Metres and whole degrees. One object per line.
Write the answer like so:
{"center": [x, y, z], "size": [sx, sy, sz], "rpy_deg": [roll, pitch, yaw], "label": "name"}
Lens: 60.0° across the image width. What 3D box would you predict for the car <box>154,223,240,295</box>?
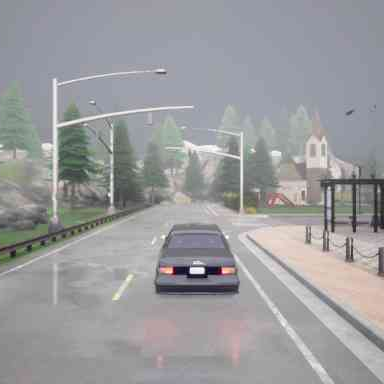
{"center": [0.096, 1.547, 8.855], "size": [2.033, 1.411, 5.357], "rpy_deg": [0, 0, 0], "label": "car"}
